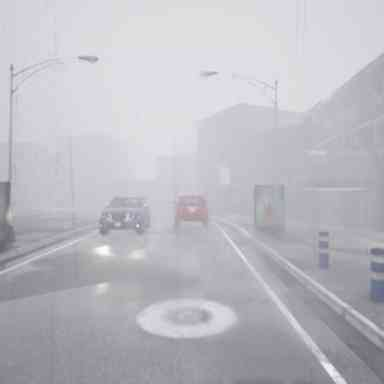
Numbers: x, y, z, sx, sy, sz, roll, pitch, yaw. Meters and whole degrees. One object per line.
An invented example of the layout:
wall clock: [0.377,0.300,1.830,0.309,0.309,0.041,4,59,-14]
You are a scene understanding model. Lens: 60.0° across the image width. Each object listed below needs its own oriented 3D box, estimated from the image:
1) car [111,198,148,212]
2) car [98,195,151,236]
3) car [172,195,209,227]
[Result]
car: [-7.696,1.595,40.613,1.882,1.535,5.008,2,-2,-44]
car: [-3.582,1.210,18.788,2.150,2.045,5.566,0,0,-1]
car: [-0.129,1.225,22.707,2.150,2.045,5.566,0,0,-3]
